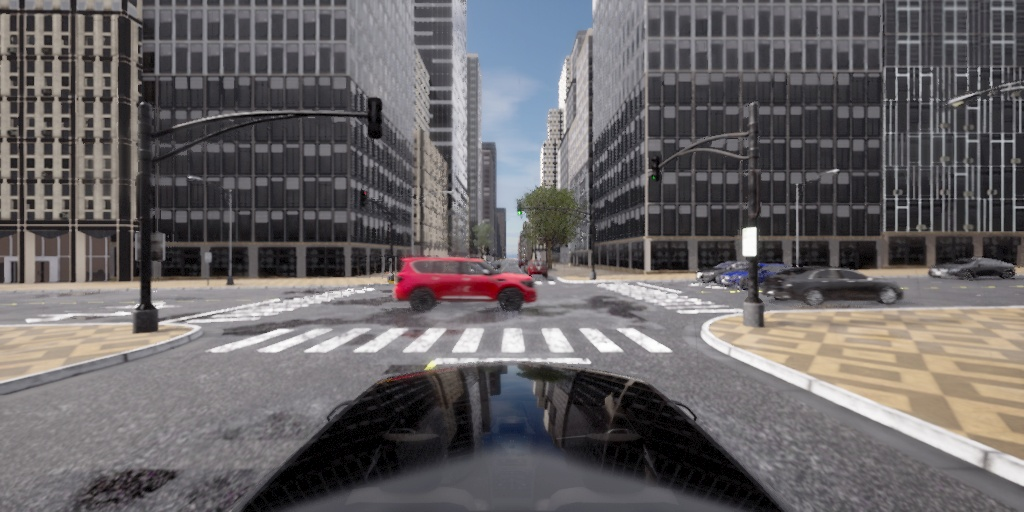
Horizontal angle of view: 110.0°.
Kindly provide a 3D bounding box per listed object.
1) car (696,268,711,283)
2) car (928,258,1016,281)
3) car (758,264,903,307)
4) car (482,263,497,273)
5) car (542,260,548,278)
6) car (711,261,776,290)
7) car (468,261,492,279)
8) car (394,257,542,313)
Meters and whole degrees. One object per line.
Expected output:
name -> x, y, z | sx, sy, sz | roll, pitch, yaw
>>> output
car -> 15.146, 1.118, 24.453 | 4.902, 1.511, 2.128 | -1, 0, -1
car -> 31.733, 0.894, 24.760 | 4.674, 1.442, 1.812 | -1, 0, -1
car -> 12.890, 1.193, 14.559 | 4.892, 1.490, 1.837 | -1, 0, -1
car -> -3.192, 1.745, 52.384 | 1.895, 1.301, 4.718 | 0, 0, 0
car -> 2.612, 1.342, 37.063 | 2.192, 1.841, 5.009 | 0, 0, 0
car -> 14.785, 1.162, 21.194 | 4.674, 1.442, 1.812 | -1, 0, -1
car -> -3.164, 1.378, 36.747 | 2.097, 1.767, 4.553 | 0, -1, 0
car -> -1.805, 1.076, 14.290 | 5.566, 2.045, 2.150 | 0, -1, -1
